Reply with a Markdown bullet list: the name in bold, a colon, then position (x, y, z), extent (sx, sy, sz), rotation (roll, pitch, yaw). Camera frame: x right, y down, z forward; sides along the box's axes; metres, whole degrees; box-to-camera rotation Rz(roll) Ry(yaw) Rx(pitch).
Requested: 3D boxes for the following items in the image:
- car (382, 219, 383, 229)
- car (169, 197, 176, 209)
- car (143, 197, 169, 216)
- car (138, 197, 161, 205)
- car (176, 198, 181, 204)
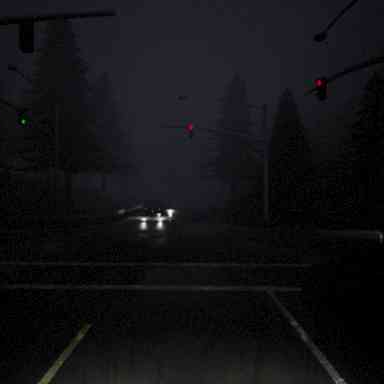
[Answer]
- **car**: position (12.681, 1.334, 17.651), extent (4.553, 1.767, 2.097), rotation (0, 0, 0)
- **car**: position (-3.575, 1.593, 45.299), extent (1.895, 1.301, 4.718), rotation (0, 0, 0)
- **car**: position (-3.583, 1.499, 32.625), extent (1.837, 1.490, 4.892), rotation (0, 0, 0)
- **car**: position (-8.095, 1.621, 62.627), extent (1.895, 1.301, 4.718), rotation (0, 0, -44)
- **car**: position (-3.984, 1.553, 63.131), extent (1.994, 1.385, 4.181), rotation (0, 0, -39)
